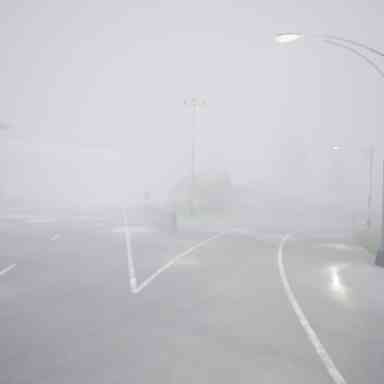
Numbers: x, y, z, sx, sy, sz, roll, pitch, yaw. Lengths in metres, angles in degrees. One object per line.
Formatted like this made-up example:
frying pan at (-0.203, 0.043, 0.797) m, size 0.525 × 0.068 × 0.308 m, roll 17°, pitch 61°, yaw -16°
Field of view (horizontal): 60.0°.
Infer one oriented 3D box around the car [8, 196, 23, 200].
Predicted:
car at (-37.613, 1.664, 70.755) m, size 2.097 × 1.767 × 4.553 m, roll 1°, pitch -2°, yaw -12°
